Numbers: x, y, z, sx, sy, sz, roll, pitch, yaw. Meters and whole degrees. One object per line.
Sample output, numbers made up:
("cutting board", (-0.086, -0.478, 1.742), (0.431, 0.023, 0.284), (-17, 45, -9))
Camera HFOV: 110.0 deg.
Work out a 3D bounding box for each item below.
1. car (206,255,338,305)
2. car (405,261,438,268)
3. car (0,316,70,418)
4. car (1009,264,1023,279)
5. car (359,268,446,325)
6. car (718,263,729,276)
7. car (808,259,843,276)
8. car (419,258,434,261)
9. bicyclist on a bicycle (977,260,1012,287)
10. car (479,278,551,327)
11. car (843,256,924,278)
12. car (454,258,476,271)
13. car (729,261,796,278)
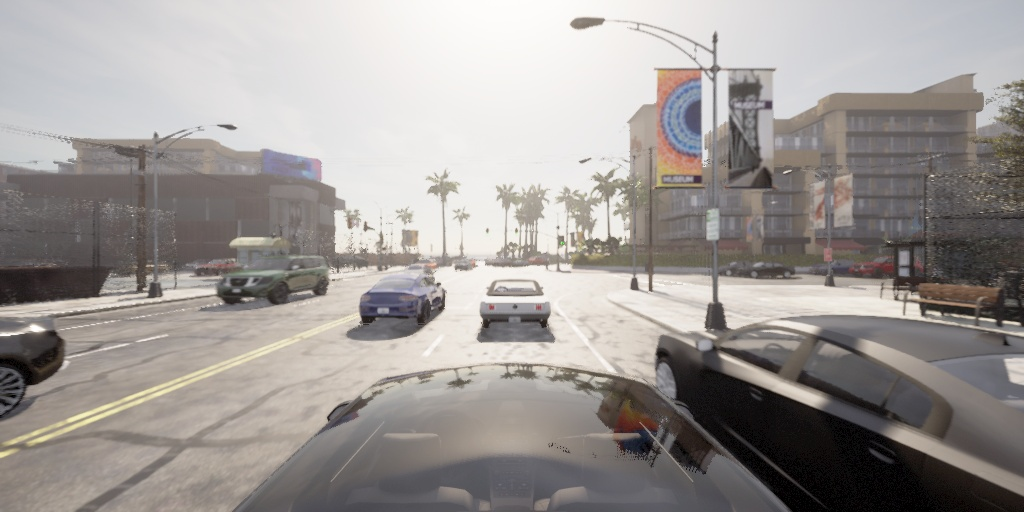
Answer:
("car", (-10.599, 0.985, 16.561), (2.150, 2.045, 5.566), (0, 0, 0))
("car", (-7.097, 1.319, 26.829), (2.033, 1.411, 5.357), (0, 0, 0))
("car", (-7.101, 1.243, 2.863), (2.128, 1.511, 4.902), (0, 0, 0))
("car", (45.180, 1.264, 30.323), (4.902, 1.511, 2.128), (0, 0, -1))
("car", (-3.408, 1.285, 11.819), (1.812, 1.442, 4.674), (0, 0, 0))
("car", (23.410, 1.284, 37.228), (4.892, 1.490, 1.837), (0, 0, 0))
("car", (33.588, 1.131, 37.301), (4.553, 1.767, 2.097), (0, 0, 0))
("car", (-10.461, 1.139, 43.286), (2.097, 1.767, 4.553), (0, 0, 2))
("bicyclist on a bicycle", (26.077, 1.064, 19.271), (0.582, 1.620, 1.656), (0, 0, -1))
("car", (0.091, 1.359, 11.512), (1.895, 1.301, 4.718), (0, 0, 0))
("car", (35.249, 0.998, 33.810), (5.566, 2.045, 2.150), (0, 0, 0))
("car", (-6.733, 1.296, 49.887), (1.837, 1.490, 4.892), (0, 0, 4))
("car", (23.753, 1.254, 33.731), (5.008, 1.535, 1.882), (0, 0, 0))
